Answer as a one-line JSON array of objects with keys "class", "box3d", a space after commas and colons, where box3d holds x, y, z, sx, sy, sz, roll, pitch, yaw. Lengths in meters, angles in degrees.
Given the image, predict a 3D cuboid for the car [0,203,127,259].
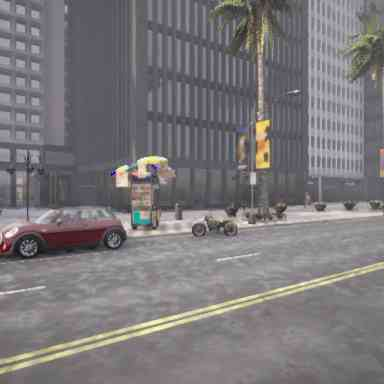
[{"class": "car", "box3d": [-4.906, 1.350, 12.774, 4.553, 1.767, 2.185, 0, 0, -35]}]
